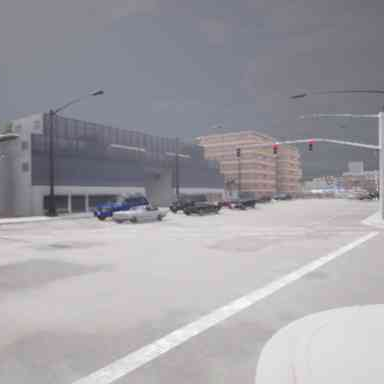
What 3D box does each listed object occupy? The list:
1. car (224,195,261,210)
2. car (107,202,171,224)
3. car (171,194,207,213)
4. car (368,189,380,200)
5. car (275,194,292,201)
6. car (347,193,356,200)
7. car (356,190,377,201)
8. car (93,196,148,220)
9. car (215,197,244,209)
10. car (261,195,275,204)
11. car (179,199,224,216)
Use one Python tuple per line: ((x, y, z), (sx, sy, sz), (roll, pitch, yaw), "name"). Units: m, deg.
((6.357, 1.440, 41.948), (2.128, 1.511, 4.902), (-1, 1, 35), "car")
((-4.173, 1.773, 26.929), (1.895, 1.301, 4.718), (-1, 0, 35), "car")
((-0.268, 1.333, 38.603), (2.150, 2.045, 5.566), (-1, 1, 36), "car")
((35.455, 0.537, 64.993), (2.150, 2.045, 5.566), (-1, -1, 35), "car")
((17.633, 1.001, 63.982), (2.033, 1.411, 5.357), (-1, 0, 36), "car")
((32.548, 0.875, 66.935), (1.812, 1.442, 4.674), (-1, -1, 35), "car")
((29.763, 0.793, 56.699), (1.837, 1.490, 4.892), (-1, 0, 35), "car")
((-6.211, 1.430, 30.130), (2.150, 2.045, 5.566), (-1, 0, 35), "car")
((5.339, 1.510, 46.591), (1.895, 1.301, 4.718), (-1, 1, 35), "car")
((11.461, 1.167, 55.300), (2.033, 1.411, 5.357), (-1, 1, 35), "car")
((1.087, 1.714, 34.431), (1.895, 1.301, 4.718), (-1, 0, 35), "car")
